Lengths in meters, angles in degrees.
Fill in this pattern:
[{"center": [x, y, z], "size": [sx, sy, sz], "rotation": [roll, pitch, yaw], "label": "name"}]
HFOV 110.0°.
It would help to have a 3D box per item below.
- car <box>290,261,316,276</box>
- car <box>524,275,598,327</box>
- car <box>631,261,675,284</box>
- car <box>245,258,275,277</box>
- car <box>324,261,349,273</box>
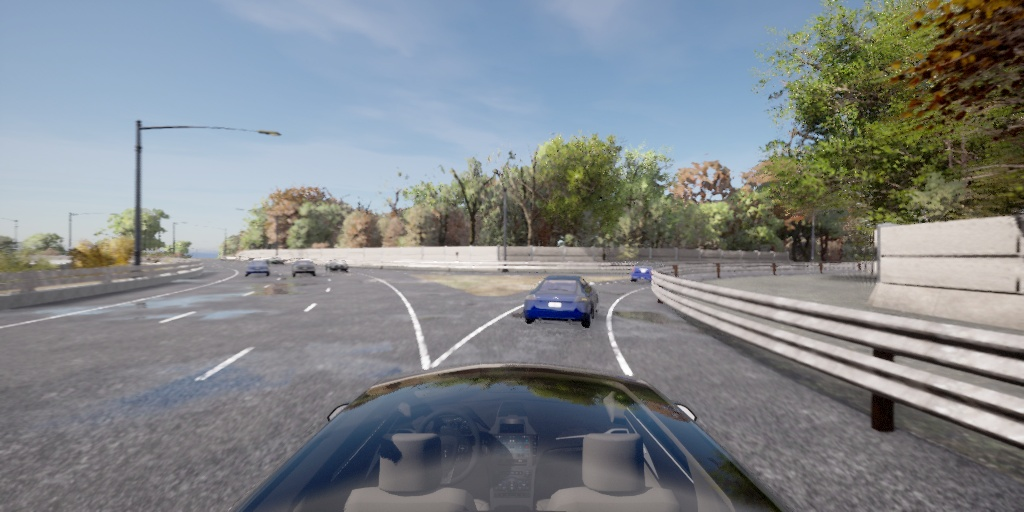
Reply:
[{"center": [-19.734, 1.137, 33.897], "size": [2.033, 1.411, 5.357], "rotation": [0, 0, -33], "label": "car"}, {"center": [1.744, 1.320, 11.844], "size": [1.994, 1.385, 4.181], "rotation": [0, 0, 16], "label": "car"}, {"center": [11.221, 1.165, 28.300], "size": [2.097, 1.767, 4.553], "rotation": [1, 0, 43], "label": "car"}, {"center": [-23.388, 1.111, 33.097], "size": [2.033, 1.411, 5.357], "rotation": [0, 0, -34], "label": "car"}, {"center": [-19.569, 1.187, 39.798], "size": [1.895, 1.301, 4.718], "rotation": [0, 0, -35], "label": "car"}]
